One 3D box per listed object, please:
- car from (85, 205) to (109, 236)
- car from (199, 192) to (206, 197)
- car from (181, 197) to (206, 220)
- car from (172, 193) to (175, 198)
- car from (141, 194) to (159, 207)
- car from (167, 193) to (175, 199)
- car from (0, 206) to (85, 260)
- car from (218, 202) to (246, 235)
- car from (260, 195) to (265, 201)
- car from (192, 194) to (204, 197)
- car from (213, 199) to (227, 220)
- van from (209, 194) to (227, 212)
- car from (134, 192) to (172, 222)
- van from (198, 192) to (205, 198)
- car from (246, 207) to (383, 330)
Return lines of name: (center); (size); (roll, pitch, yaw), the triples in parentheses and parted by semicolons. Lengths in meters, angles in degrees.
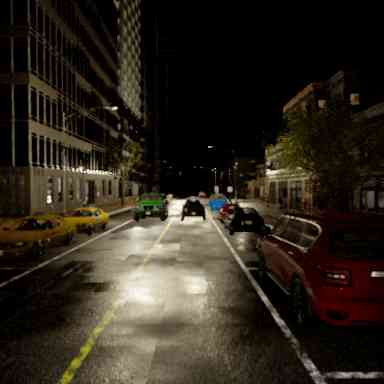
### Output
car: (-5.693, 1.420, 17.705); (1.752, 1.417, 4.829); (-1, 0, 0)
car: (2.725, 0.914, 89.081); (1.967, 1.590, 4.097); (-1, 0, 0)
car: (0.116, 1.371, 25.983); (1.812, 1.442, 4.674); (0, 0, 0)
car: (-5.794, 1.033, 83.327); (1.752, 1.417, 4.829); (-1, 0, 0)
car: (-5.679, 1.170, 45.549); (1.967, 1.590, 4.097); (-1, 0, 0)
car: (-5.620, 1.040, 89.141); (1.947, 1.339, 4.313); (-1, 0, 0)
car: (-5.696, 1.453, 12.171); (1.752, 1.417, 4.829); (-1, 0, 0)
car: (2.688, 1.459, 17.859); (1.947, 1.339, 4.313); (-1, 0, 0)
car: (16.564, 1.013, 68.785); (5.009, 1.841, 2.192); (1, 1, 1)
car: (0.124, 1.289, 43.491); (2.033, 1.411, 5.357); (0, 0, 0)
car: (2.692, 1.442, 23.394); (1.802, 1.307, 4.206); (-1, 0, 0)
van: (2.694, 1.136, 34.461); (1.690, 1.788, 3.998); (-1, 0, 0)
car: (-2.986, 1.065, 25.500); (2.150, 2.045, 5.566); (0, 0, 0)
van: (2.726, 0.782, 94.725); (1.690, 1.788, 3.998); (-1, 0, 0)
car: (2.678, 1.274, 6.790); (2.192, 1.841, 5.009); (-1, 0, 0)
